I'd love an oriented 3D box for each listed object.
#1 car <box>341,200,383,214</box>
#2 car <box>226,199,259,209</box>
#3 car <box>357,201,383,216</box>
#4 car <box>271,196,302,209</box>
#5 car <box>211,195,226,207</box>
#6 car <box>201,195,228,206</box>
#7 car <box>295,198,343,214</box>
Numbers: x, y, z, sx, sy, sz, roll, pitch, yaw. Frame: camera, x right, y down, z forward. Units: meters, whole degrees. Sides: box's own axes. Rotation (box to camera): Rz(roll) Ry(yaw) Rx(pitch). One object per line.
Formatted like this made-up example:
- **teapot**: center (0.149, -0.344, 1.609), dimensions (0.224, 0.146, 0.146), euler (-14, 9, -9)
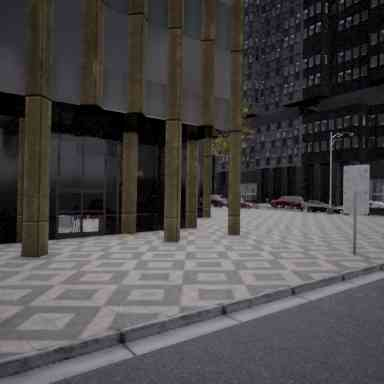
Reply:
- **car**: center (20.059, 1.708, 38.746), dimensions (2.008, 1.369, 4.403), euler (1, -1, -35)
- **car**: center (6.730, 1.570, 42.793), dimensions (1.802, 1.307, 4.206), euler (1, -1, -35)
- **car**: center (16.307, 1.517, 29.309), dimensions (2.008, 1.369, 4.403), euler (1, -1, -35)
- **car**: center (13.678, 1.486, 47.738), dimensions (2.192, 1.841, 5.009), euler (1, -1, -35)
- **car**: center (3.541, 1.311, 47.291), dimensions (2.192, 1.841, 5.009), euler (1, -1, -35)
- **car**: center (4.102, 1.511, 61.221), dimensions (2.192, 1.841, 5.009), euler (1, -1, -35)
- **car**: center (13.115, 1.539, 33.804), dimensions (1.947, 1.339, 4.313), euler (1, -1, -35)
